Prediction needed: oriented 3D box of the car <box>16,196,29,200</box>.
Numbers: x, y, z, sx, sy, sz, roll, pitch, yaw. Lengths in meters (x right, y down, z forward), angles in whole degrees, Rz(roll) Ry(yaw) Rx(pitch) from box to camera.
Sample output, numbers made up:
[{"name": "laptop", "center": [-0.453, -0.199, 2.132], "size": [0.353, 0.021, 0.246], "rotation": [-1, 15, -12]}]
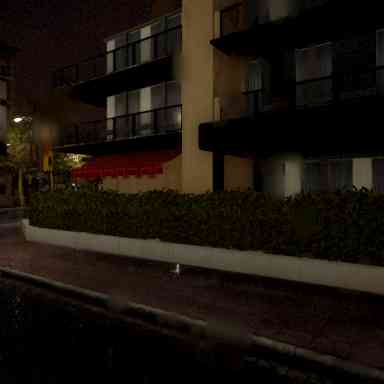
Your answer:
[{"name": "car", "center": [-36.129, 1.480, 67.948], "size": [4.892, 1.521, 2.231], "rotation": [0, 0, 36]}]
